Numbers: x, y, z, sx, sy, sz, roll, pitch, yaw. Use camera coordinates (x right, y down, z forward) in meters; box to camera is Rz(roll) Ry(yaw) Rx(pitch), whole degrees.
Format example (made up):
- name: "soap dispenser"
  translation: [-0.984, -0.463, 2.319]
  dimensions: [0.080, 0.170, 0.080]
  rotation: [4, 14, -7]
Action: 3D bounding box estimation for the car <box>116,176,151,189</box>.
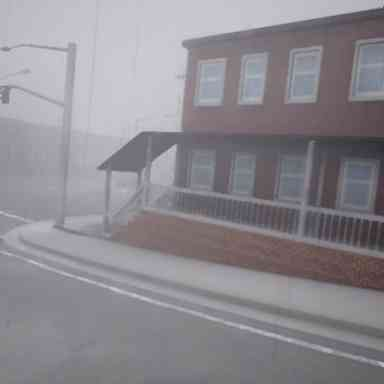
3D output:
- name: "car"
  translation: [-7.217, -1.197, 41.551]
  dimensions: [1.837, 1.490, 4.892]
  rotation: [9, 5, 35]
